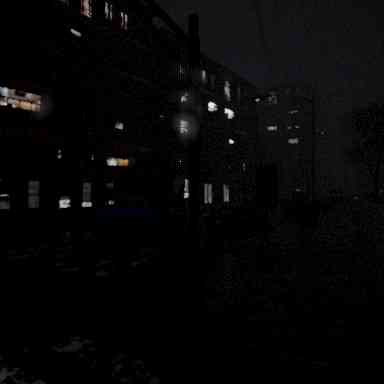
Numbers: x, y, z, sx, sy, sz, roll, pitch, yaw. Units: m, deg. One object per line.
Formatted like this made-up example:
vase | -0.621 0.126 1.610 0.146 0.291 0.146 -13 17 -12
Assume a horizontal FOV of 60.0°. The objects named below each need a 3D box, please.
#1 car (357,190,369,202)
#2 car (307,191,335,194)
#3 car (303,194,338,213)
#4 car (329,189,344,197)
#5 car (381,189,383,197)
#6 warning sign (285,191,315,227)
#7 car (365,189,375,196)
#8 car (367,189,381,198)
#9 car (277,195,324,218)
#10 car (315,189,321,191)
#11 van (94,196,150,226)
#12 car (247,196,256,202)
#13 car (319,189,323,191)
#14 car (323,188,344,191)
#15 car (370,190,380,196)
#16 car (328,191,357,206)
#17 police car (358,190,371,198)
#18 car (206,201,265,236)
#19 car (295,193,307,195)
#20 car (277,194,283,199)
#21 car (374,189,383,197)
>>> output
car | 24.612 0.777 49.452 1.752 1.417 4.829 1 1 35
car | 16.518 0.934 42.400 1.812 1.442 4.674 0 1 35
car | 11.855 1.139 30.982 2.008 1.369 4.403 1 1 35
car | 33.445 0.162 76.982 2.192 1.841 5.009 1 1 35
car | 37.174 0.475 67.640 2.008 1.369 4.403 1 1 35
warning sign | 5.973 0.910 18.329 1.300 1.860 1.060 -1 -1 35
car | 41.955 0.106 78.392 2.097 1.767 4.553 0 1 28
car | 34.010 0.557 63.060 2.008 1.369 4.403 1 1 35
car | 8.690 1.217 26.400 1.887 1.381 4.507 1 1 35
car | 20.688 0.704 58.517 1.752 1.417 4.829 1 1 35
van | -4.533 1.187 21.995 1.690 1.788 3.998 1 1 35
car | 8.126 1.075 40.329 1.947 1.339 4.313 1 1 35
car | 23.951 0.408 63.235 2.192 1.841 5.009 1 1 35
car | 22.113 0.482 50.588 2.150 2.045 5.566 0 1 35
car | 45.742 0.190 83.216 1.812 1.442 4.674 0 1 35
car | 18.185 0.971 40.147 2.008 1.369 4.403 1 1 35
police car | 36.526 0.324 70.252 1.930 1.638 5.238 0 1 32
car | 2.361 1.407 17.237 1.947 1.339 4.313 1 1 35
car | 17.620 0.824 54.076 1.947 1.339 4.313 1 1 35
car | 11.290 0.976 44.911 2.008 1.369 4.403 1 1 35
car | 43.504 0.200 76.803 1.967 1.590 4.097 1 1 35
